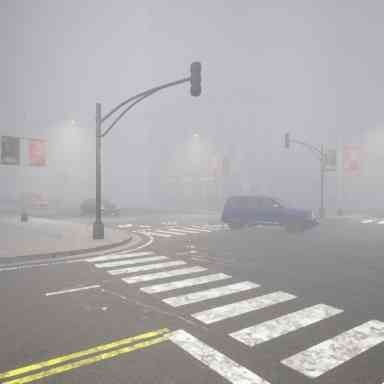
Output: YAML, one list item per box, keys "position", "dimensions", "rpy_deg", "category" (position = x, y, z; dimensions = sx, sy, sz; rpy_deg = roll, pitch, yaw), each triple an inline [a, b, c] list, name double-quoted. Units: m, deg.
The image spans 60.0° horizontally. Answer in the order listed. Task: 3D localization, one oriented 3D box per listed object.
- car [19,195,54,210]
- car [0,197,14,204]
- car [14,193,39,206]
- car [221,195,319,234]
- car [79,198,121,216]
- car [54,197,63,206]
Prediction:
- position: [-19.691, 1.457, 42.032]
  dimensions: [1.882, 1.535, 5.008]
  rpy_deg: [0, 0, -45]
  category: "car"
- position: [-33.703, 1.531, 60.944]
  dimensions: [1.994, 1.385, 4.181]
  rpy_deg: [0, 0, -45]
  category: "car"
- position: [-26.122, 1.198, 53.350]
  dimensions: [5.566, 2.045, 2.150]
  rpy_deg: [0, 0, 45]
  category: "car"
- position: [4.386, 1.222, 19.389]
  dimensions: [5.566, 2.045, 2.150]
  rpy_deg: [0, 0, 30]
  category: "car"
- position: [-8.563, 1.339, 30.865]
  dimensions: [4.553, 1.767, 2.097]
  rpy_deg: [0, 0, 45]
  category: "car"
- position: [-23.096, 1.545, 54.929]
  dimensions: [4.181, 1.385, 1.994]
  rpy_deg: [0, 0, 44]
  category: "car"
